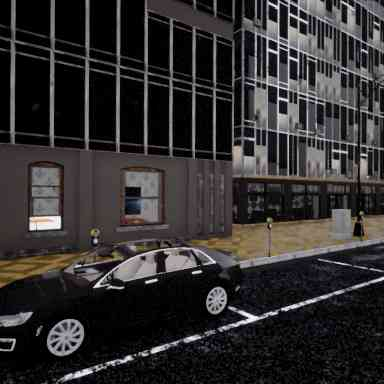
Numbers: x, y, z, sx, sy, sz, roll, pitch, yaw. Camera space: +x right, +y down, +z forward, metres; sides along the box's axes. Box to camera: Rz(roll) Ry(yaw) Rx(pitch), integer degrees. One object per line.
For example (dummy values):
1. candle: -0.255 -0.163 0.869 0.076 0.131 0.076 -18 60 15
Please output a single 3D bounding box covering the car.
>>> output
1. car: -1.045 1.551 5.806 4.403 1.369 2.008 0 0 -35
